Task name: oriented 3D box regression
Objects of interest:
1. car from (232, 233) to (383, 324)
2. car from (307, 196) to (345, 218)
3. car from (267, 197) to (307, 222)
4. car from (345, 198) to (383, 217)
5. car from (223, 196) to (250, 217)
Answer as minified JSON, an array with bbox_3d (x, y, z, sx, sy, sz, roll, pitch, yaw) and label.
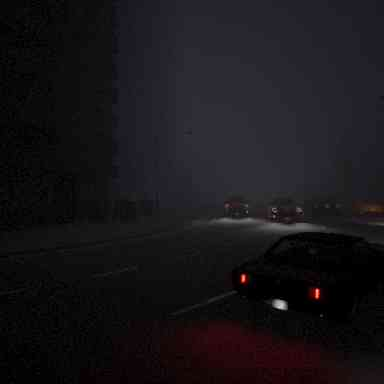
[{"bbox_3d":[2.912,1.540,7.135,1.895,1.301,4.718,0,0,41],"label":"car"},{"bbox_3d":[10.557,1.121,27.391,2.097,1.767,4.553,0,0,7],"label":"car"},{"bbox_3d":[6.609,1.169,24.060,2.097,1.767,4.553,0,0,9],"label":"car"},{"bbox_3d":[14.328,1.212,28.437,1.882,1.535,5.008,0,0,5],"label":"car"},{"bbox_3d":[3.763,1.166,28.780,2.097,1.767,4.553,0,0,5],"label":"car"}]
